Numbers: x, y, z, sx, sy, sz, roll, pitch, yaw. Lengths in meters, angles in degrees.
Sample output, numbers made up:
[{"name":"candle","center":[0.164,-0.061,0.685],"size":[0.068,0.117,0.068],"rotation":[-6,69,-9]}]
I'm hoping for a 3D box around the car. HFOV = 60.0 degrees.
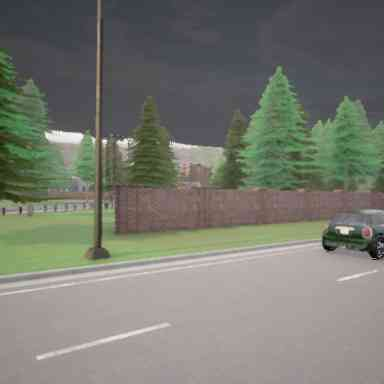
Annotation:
[{"name":"car","center":[7.294,1.492,13.327],"size":[4.553,1.767,2.097],"rotation":[1,-1,-35]}]
